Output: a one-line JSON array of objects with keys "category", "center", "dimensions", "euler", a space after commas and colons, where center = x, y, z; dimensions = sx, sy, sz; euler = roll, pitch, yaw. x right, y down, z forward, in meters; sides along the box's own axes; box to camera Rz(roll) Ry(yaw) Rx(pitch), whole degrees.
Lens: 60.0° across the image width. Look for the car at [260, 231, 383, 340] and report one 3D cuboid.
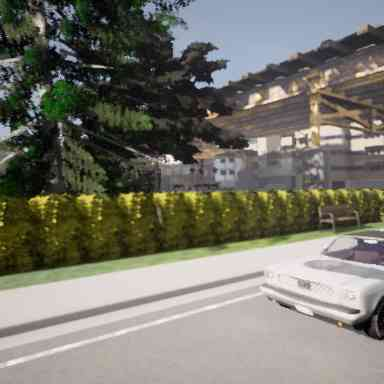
[{"category": "car", "center": [3.552, 1.498, 6.470], "dimensions": [4.718, 1.301, 1.895], "euler": [-1, 1, -35]}]
